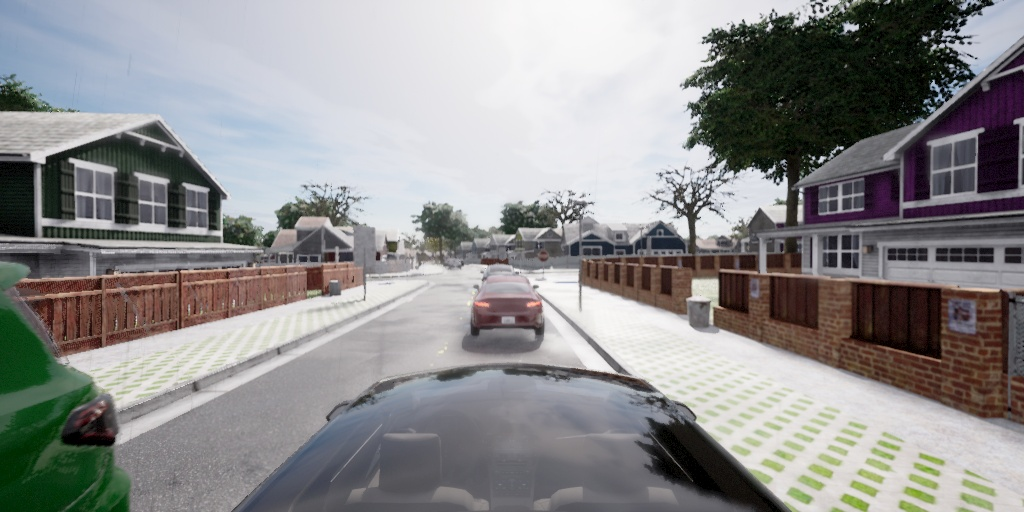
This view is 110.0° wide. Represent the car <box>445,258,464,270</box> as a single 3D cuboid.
[{"bbox_3d":[-8.518,1.261,53.747,2.128,1.511,4.902,0,0,-12],"label":"car"}]

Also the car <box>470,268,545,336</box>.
[{"bbox_3d":[-0.155,1.252,10.255,1.812,1.442,4.674,0,0,-2],"label":"car"}]

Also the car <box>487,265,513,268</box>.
[{"bbox_3d":[-0.657,1.212,19.285,1.837,1.490,4.892,0,0,-4],"label":"car"}]
